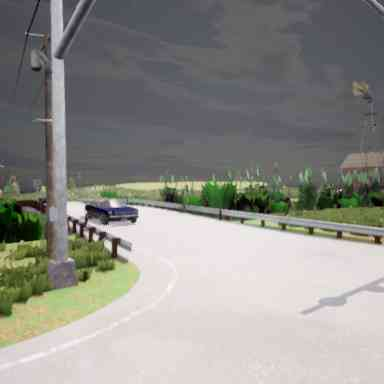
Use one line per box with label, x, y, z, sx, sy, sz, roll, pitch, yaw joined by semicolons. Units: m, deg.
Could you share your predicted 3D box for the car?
car;-4.811;1.073;19.626;1.895;1.301;4.718;-1;3;-32
